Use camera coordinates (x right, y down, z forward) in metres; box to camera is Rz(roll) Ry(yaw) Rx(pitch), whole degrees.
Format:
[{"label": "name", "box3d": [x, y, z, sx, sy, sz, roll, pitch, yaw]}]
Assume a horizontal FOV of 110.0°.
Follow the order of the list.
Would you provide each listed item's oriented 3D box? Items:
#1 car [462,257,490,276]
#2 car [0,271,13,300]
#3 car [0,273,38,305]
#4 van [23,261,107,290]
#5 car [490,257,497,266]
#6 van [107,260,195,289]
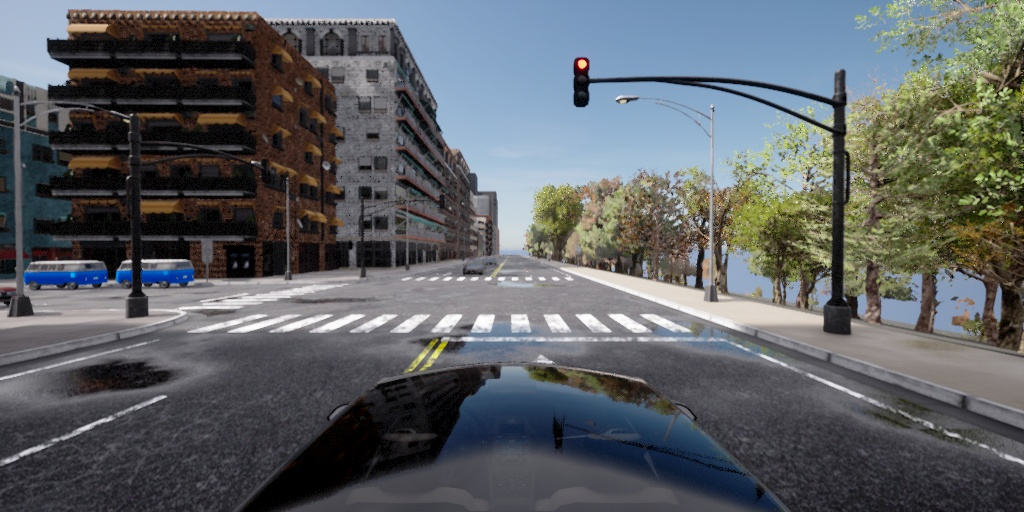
[{"label": "car", "box3d": [-3.253, 1.011, 31.823, 1.837, 1.490, 4.892, 0, 2, 0]}, {"label": "car", "box3d": [-27.836, 1.491, 17.014, 5.357, 1.411, 2.033, -1, 1, -1]}, {"label": "car", "box3d": [-22.633, 1.493, 14.538, 4.207, 1.307, 1.802, 0, 0, -1]}, {"label": "van", "box3d": [-28.323, 1.209, 22.807, 3.998, 1.789, 1.690, 0, 0, -1]}, {"label": "car", "box3d": [-3.255, 0.834, 53.090, 1.994, 1.385, 4.181, 0, 1, 0]}, {"label": "van", "box3d": [-22.721, 1.135, 22.884, 3.998, 1.789, 1.690, 0, 0, -1]}]
